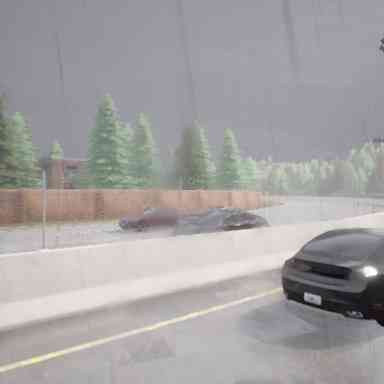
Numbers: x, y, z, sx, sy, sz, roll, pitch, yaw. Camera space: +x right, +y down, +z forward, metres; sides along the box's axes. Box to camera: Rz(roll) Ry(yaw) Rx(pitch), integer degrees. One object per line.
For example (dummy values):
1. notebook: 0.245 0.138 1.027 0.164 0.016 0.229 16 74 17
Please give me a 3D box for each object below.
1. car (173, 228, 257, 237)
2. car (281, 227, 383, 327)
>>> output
1. car: 1.333 1.547 14.243 4.892 1.490 1.837 1 -1 -41
2. car: 3.866 1.518 7.056 4.892 1.490 1.837 0 0 -39
